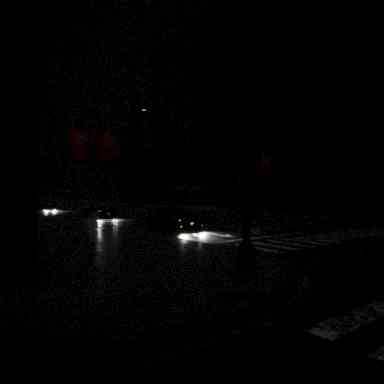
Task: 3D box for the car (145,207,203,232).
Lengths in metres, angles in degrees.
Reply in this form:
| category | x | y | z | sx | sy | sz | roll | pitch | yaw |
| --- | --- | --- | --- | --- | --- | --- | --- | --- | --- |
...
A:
| category | x | y | z | sx | sy | sz | roll | pitch | yaw |
| --- | --- | --- | --- | --- | --- | --- | --- | --- | --- |
| car | -1.168 | 1.610 | 20.372 | 1.994 | 1.385 | 4.181 | 0 | 0 | -36 |

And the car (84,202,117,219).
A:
| category | x | y | z | sx | sy | sz | roll | pitch | yaw |
| --- | --- | --- | --- | --- | --- | --- | --- | --- | --- |
| car | -8.544 | 1.620 | 30.641 | 1.812 | 1.442 | 4.674 | 0 | 0 | -36 |

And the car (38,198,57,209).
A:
| category | x | y | z | sx | sy | sz | roll | pitch | yaw |
| --- | --- | --- | --- | --- | --- | --- | --- | --- | --- |
| car | -21.009 | 1.669 | 48.146 | 2.128 | 1.511 | 4.902 | 0 | 0 | -36 |
